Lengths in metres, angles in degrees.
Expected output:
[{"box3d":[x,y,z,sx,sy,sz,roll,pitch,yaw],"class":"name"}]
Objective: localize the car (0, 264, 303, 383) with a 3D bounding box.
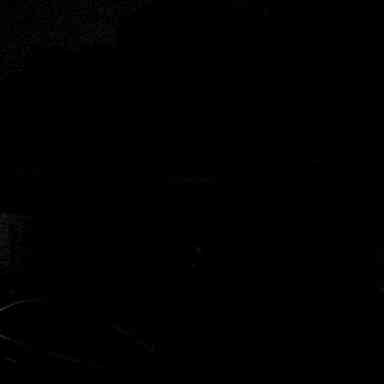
[{"box3d":[-1.040,1.564,3.537,4.313,1.339,1.947,0,1,35],"class":"car"}]
